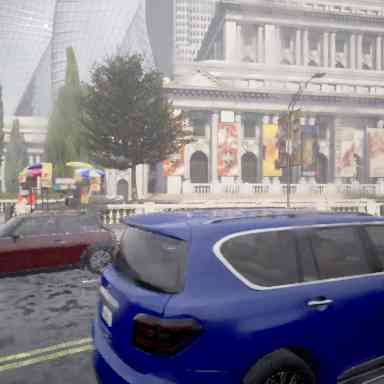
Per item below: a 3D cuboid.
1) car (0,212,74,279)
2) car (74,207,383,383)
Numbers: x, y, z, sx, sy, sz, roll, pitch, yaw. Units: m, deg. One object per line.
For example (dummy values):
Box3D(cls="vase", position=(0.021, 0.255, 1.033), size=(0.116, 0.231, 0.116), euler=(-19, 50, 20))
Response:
Box3D(cls="car", position=(-4.367, 1.352, 9.062), size=(4.553, 1.767, 2.097), euler=(0, 0, -31))
Box3D(cls="car", position=(1.576, 1.223, 4.360), size=(5.566, 2.045, 2.150), euler=(0, 0, -28))
